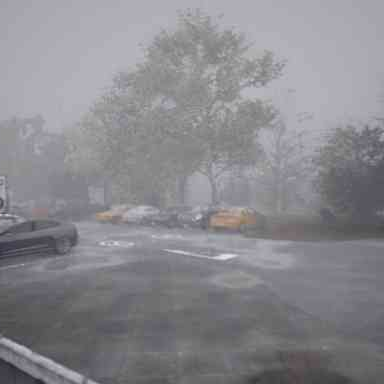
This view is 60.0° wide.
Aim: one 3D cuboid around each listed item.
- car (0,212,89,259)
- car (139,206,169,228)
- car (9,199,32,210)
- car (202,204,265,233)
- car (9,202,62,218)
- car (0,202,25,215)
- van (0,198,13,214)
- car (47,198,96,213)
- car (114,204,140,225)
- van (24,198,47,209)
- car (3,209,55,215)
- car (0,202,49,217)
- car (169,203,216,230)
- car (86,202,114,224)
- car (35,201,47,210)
[{"bbox_3d":[-6.727,1.773,12.688,2.163,1.488,4.792,-1,0,36],"label":"car"},{"bbox_3d":[-1.283,1.784,24.899,2.163,1.488,4.792,-1,0,36],"label":"car"},{"bbox_3d":[-11.188,1.532,15.997,2.435,2.045,5.566,-1,0,36],"label":"car"},{"bbox_3d":[3.114,1.715,21.736,2.097,1.535,5.008,-1,0,36],"label":"car"},{"bbox_3d":[-17.039,1.931,36.411,2.163,1.488,4.792,-1,0,36],"label":"car"},{"bbox_3d":[-23.670,2.011,41.196,2.097,1.535,5.008,-1,-1,36],"label":"car"},{"bbox_3d":[-25.848,1.829,42.916,1.878,1.987,4.442,-1,-1,36],"label":"van"},{"bbox_3d":[-10.216,1.582,31.457,2.435,2.045,5.566,-1,0,36],"label":"car"},{"bbox_3d":[-3.509,1.814,26.548,2.002,1.452,4.674,-1,0,36],"label":"car"},{"bbox_3d":[-14.747,1.650,34.855,1.878,1.987,4.442,-1,0,36],"label":"van"},{"bbox_3d":[-8.954,1.763,14.347,2.097,1.535,5.008,-1,0,36],"label":"car"},{"bbox_3d":[-19.175,1.961,37.962,2.163,1.488,4.792,-1,-1,36],"label":"car"},{"bbox_3d":[0.892,1.609,23.394,2.185,1.767,4.553,-1,0,36],"label":"car"},{"bbox_3d":[-5.858,1.791,28.028,1.946,1.575,5.366,-1,0,36],"label":"car"},{"bbox_3d":[-12.489,1.882,33.037,2.163,1.488,4.792,-1,0,36],"label":"car"}]
